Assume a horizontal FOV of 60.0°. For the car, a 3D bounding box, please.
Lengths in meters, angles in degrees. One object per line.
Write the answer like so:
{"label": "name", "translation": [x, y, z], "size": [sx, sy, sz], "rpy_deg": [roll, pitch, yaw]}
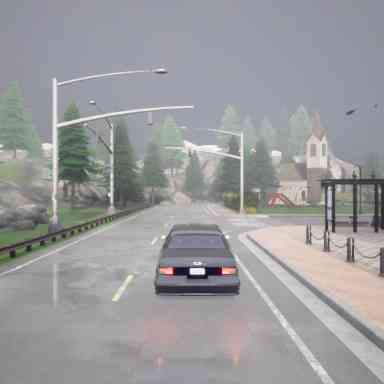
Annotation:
{"label": "car", "translation": [0.100, 1.547, 8.804], "size": [2.033, 1.411, 5.357], "rpy_deg": [0, 0, 0]}
